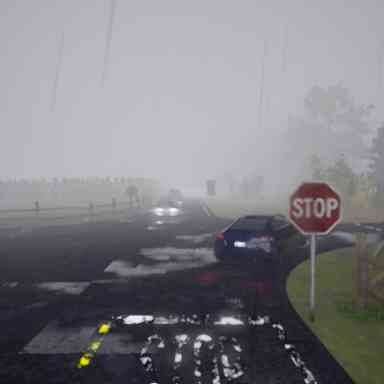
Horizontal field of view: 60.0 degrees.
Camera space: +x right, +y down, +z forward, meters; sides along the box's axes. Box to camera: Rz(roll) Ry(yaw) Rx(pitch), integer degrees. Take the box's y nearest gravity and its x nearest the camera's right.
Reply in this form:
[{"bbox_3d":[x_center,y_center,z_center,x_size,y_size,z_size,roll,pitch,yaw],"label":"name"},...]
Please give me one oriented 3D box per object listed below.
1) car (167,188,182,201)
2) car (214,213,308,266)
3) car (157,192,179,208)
[{"bbox_3d":[-2.832,0.436,54.806,2.150,2.045,5.566,0,0,0],"label":"car"},{"bbox_3d":[2.414,1.367,11.051,1.994,1.385,4.181,-1,2,32],"label":"car"},{"bbox_3d":[-2.855,1.044,38.028,1.895,1.301,4.718,0,1,0],"label":"car"}]
